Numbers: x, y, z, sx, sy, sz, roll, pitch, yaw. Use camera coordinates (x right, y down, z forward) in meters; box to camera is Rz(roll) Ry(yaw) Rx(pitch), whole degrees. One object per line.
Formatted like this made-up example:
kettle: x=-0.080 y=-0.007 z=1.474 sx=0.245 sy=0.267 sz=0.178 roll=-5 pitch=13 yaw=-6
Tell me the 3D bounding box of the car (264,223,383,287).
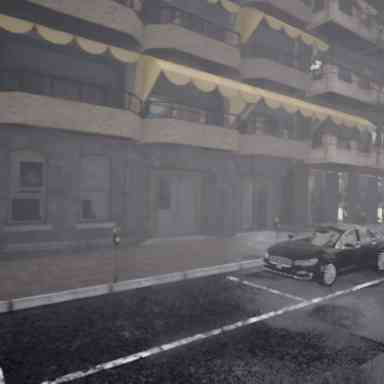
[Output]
car: x=3.894 y=1.574 z=9.320 sx=4.403 sy=1.369 sz=2.008 roll=0 pitch=1 yaw=-35
